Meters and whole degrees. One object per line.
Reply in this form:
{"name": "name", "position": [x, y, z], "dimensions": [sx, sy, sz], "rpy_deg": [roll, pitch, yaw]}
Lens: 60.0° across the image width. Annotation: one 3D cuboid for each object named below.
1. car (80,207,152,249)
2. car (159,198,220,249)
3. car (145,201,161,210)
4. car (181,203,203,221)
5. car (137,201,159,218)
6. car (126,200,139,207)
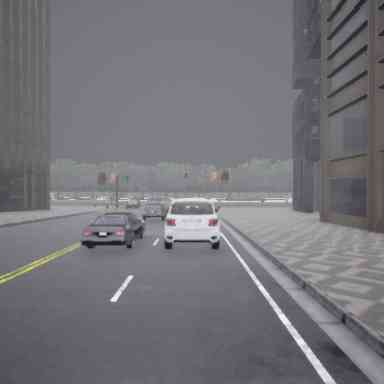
{"name": "car", "position": [-3.250, 1.589, 14.656], "dimensions": [2.033, 1.411, 5.357], "rpy_deg": [0, 0, 0]}
{"name": "car", "position": [0.000, 1.285, 14.687], "dimensions": [2.150, 2.045, 5.566], "rpy_deg": [0, 0, 0]}
{"name": "car", "position": [-6.500, 2.170, 55.671], "dimensions": [2.033, 1.411, 5.357], "rpy_deg": [0, -1, 0]}
{"name": "car", "position": [0.000, 1.714, 29.665], "dimensions": [1.812, 1.442, 4.674], "rpy_deg": [0, -1, 0]}
{"name": "car", "position": [-3.250, 1.745, 29.665], "dimensions": [2.033, 1.411, 5.357], "rpy_deg": [0, -1, 0]}
{"name": "car", "position": [-9.750, 2.080, 55.672], "dimensions": [1.882, 1.535, 5.008], "rpy_deg": [0, -1, 0]}
